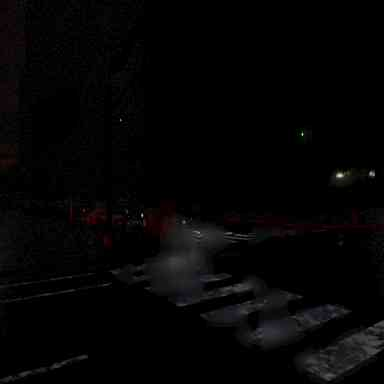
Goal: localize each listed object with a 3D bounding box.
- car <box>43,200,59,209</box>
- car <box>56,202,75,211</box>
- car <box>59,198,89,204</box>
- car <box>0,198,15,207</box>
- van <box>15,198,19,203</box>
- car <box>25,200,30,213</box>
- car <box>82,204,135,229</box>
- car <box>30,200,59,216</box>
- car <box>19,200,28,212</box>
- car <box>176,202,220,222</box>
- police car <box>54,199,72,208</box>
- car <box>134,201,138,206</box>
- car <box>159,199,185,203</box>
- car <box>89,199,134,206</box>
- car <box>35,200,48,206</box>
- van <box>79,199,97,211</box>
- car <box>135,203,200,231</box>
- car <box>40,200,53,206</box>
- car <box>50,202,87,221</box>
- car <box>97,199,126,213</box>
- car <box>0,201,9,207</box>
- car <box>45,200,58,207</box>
[{"bbox_3d":[-26.975,2.388,63.706,1.837,1.490,4.892,0,-1,-35],"label":"car"},{"bbox_3d":[-21.241,2.353,55.646,1.895,1.301,4.718,0,-1,-35],"label":"car"},{"bbox_3d":[-13.731,1.754,39.566,2.150,2.045,5.566,0,-1,-35],"label":"car"},{"bbox_3d":[-41.269,2.665,73.681,1.887,1.381,4.507,-1,0,-35],"label":"car"},{"bbox_3d":[-26.163,2.121,52.420,1.690,1.788,3.998,-1,0,-35],"label":"van"},{"bbox_3d":[-20.498,2.195,44.455,1.887,1.381,4.507,-1,0,-35],"label":"car"},{"bbox_3d":[-6.248,1.842,24.404,1.752,1.417,4.829,-1,0,-35],"label":"car"},{"bbox_3d":[-17.673,1.899,40.473,2.192,1.841,5.009,-1,0,-35],"label":"car"},{"bbox_3d":[-23.330,2.155,48.437,1.967,1.590,4.097,-1,0,-35],"label":"car"},{"bbox_3d":[0.611,1.827,29.474,1.887,1.381,4.507,-1,0,-35],"label":"car"},{"bbox_3d":[-25.434,2.305,65.449,1.930,1.638,5.238,0,-1,-35],"label":"police car"},{"bbox_3d":[-5.273,2.003,37.774,1.802,1.307,4.206,-1,0,-35],"label":"car"},{"bbox_3d":[-2.337,1.667,33.624,2.192,1.841,5.009,-1,0,-35],"label":"car"},{"bbox_3d":[-7.575,1.740,30.889,2.097,1.767,4.553,0,-1,-35],"label":"car"},{"bbox_3d":[-37.738,2.708,83.430,2.008,1.369,4.403,-1,0,-35],"label":"car"},{"bbox_3d":[-17.047,2.035,54.374,1.690,1.788,3.998,-1,0,-35],"label":"van"},{"bbox_3d":[-1.820,1.758,22.826,1.837,1.490,4.892,0,-1,-35],"label":"car"},{"bbox_3d":[-34.724,2.658,79.190,1.947,1.339,4.313,-1,0,-35],"label":"car"},{"bbox_3d":[-12.007,2.003,32.507,2.008,1.369,4.403,-1,0,-35],"label":"car"},{"bbox_3d":[-11.163,1.873,46.074,2.192,1.841,5.009,-1,0,-35],"label":"car"},{"bbox_3d":[-44.382,2.769,78.064,1.802,1.307,4.206,-1,0,-35],"label":"car"},{"bbox_3d":[-31.710,2.593,74.949,1.947,1.339,4.313,-1,0,-35],"label":"car"}]
